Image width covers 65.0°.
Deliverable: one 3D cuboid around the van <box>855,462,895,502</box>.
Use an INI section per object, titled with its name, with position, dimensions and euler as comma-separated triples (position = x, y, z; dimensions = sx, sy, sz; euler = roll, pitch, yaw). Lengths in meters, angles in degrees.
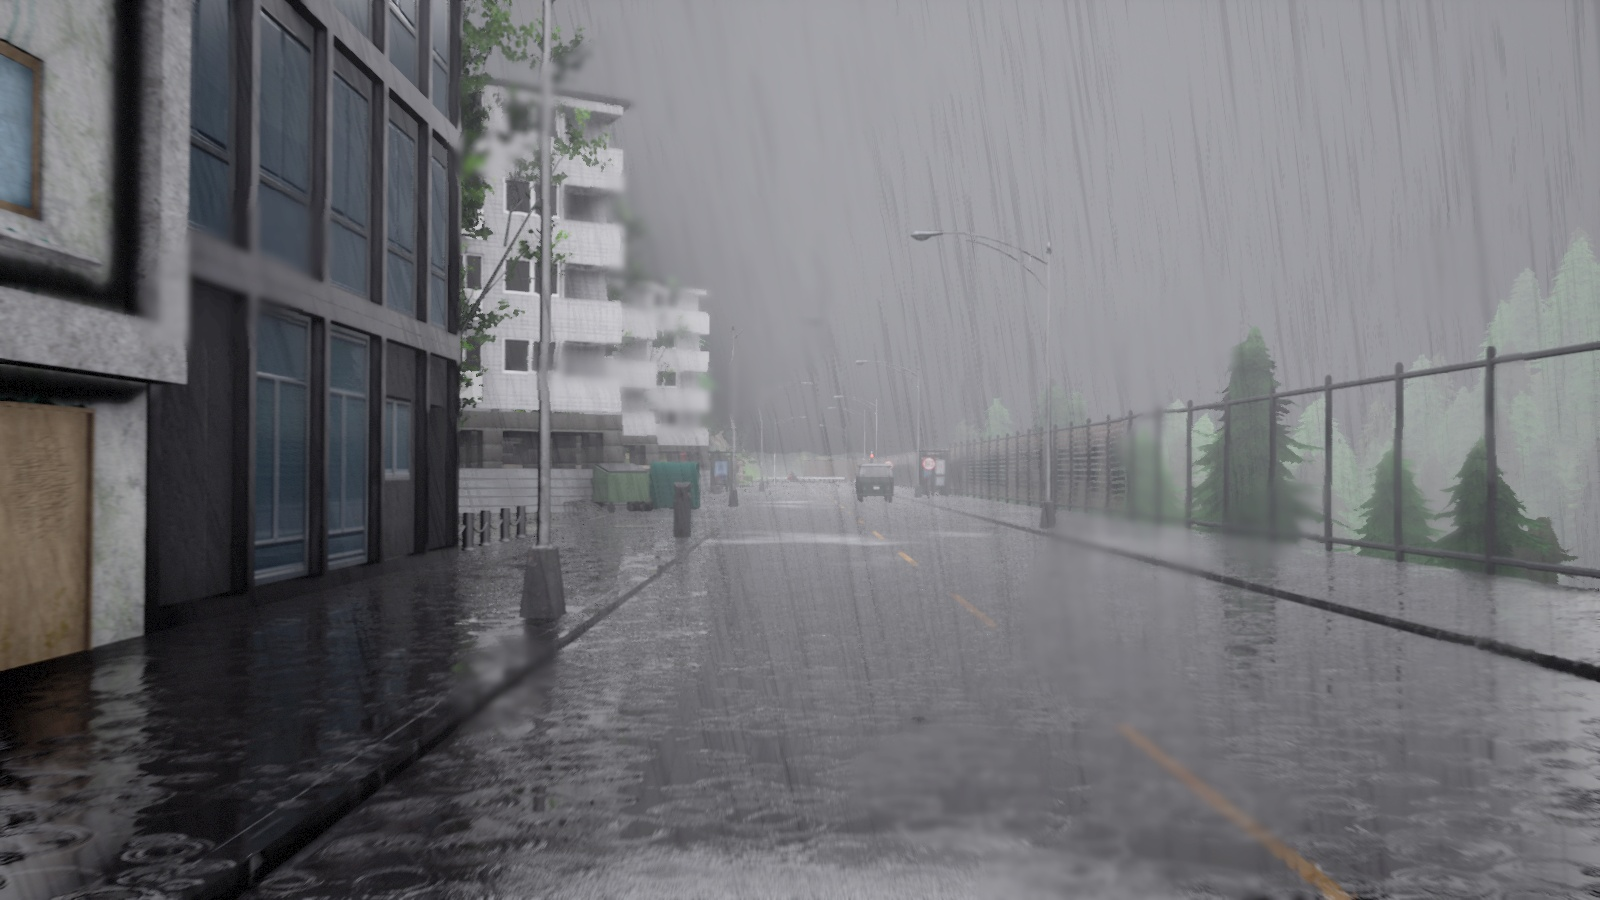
[van]
position = 3.825, 1.640, 64.970
dimensions = 1.775, 1.987, 4.442
euler = 0, -1, 0
